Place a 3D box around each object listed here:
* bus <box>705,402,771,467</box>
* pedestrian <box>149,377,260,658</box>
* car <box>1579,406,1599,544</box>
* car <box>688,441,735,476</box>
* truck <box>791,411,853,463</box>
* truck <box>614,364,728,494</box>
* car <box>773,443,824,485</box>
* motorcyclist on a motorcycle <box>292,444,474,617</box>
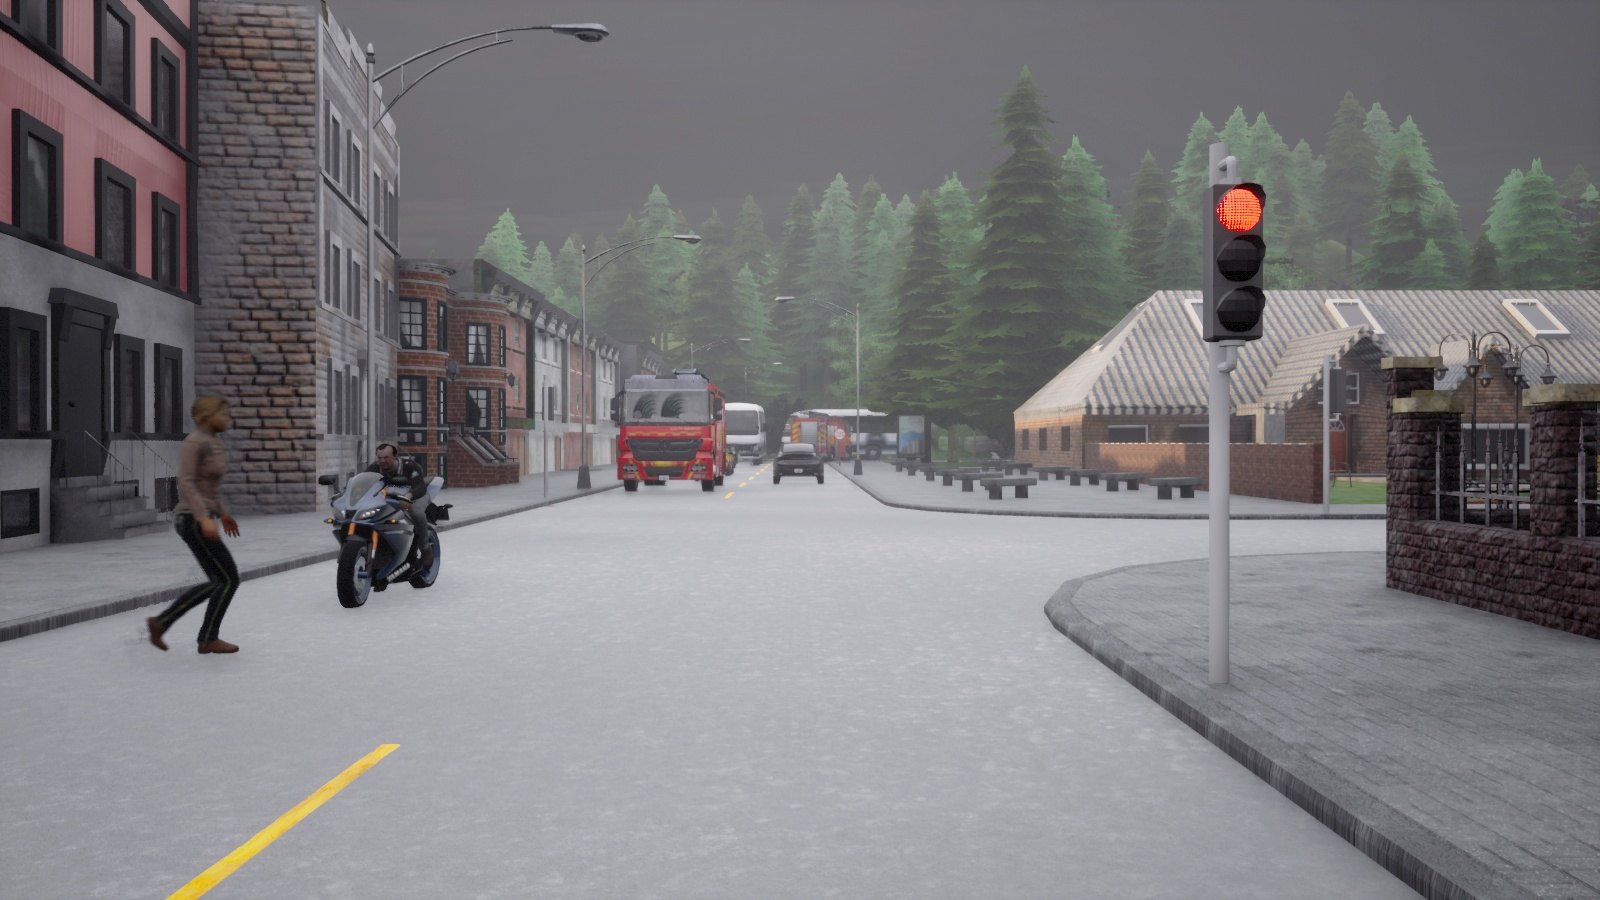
[{"bbox_3d":[-4.170,-1.125,86.954,3.944,4.253,10.273,0,1,1],"label":"bus"},{"bbox_3d":[-4.011,0.444,8.482,0.634,1.846,0.331,0,0,-16],"label":"pedestrian"},{"bbox_3d":[14.694,0.375,18.153,5.566,2.045,2.150,0,0,-1],"label":"car"},{"bbox_3d":[-4.051,0.352,58.257,1.801,1.575,5.366,0,0,0],"label":"car"},{"bbox_3d":[1.773,-0.958,96.776,2.891,3.827,8.468,0,0,15],"label":"truck"},{"bbox_3d":[-4.048,-0.654,41.252,2.891,3.827,8.468,0,0,0],"label":"truck"},{"bbox_3d":[-0.056,0.483,47.504,1.837,1.490,4.892,0,0,0],"label":"car"},{"bbox_3d":[-3.993,0.709,12.257,0.866,1.530,2.191,0,0,6],"label":"motorcyclist on a motorcycle"}]
